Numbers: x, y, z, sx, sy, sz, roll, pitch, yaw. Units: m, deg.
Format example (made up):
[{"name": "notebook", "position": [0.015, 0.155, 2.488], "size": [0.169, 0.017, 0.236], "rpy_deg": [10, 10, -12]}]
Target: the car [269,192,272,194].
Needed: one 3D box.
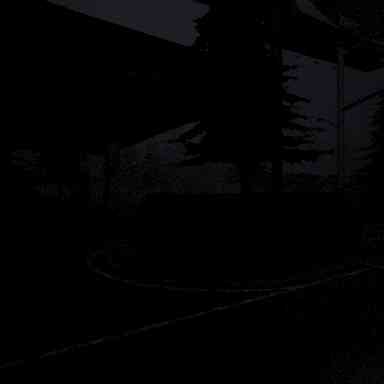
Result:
[{"name": "car", "position": [6.216, 1.050, 28.679], "size": [2.150, 2.045, 5.566], "rpy_deg": [0, 1, -34]}]

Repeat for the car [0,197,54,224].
[{"name": "car", "position": [-11.987, 1.313, 23.469], "size": [3.866, 1.878, 1.905], "rpy_deg": [0, 0, -36]}]
